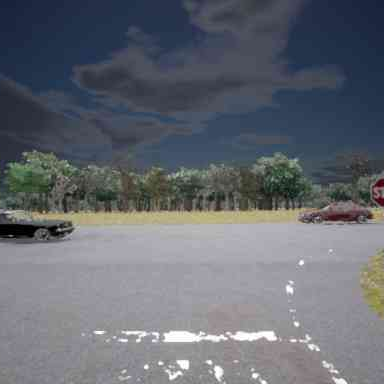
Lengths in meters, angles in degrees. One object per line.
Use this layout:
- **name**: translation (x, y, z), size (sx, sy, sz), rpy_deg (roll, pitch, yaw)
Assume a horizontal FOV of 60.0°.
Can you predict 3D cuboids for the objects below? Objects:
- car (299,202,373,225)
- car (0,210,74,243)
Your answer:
- **car**: translation (9.492, 1.422, 22.079), size (4.674, 1.442, 1.812), rpy_deg (-1, -3, -1)
- **car**: translation (-7.844, 1.474, 14.922), size (4.718, 1.301, 1.895), rpy_deg (2, -1, 0)
